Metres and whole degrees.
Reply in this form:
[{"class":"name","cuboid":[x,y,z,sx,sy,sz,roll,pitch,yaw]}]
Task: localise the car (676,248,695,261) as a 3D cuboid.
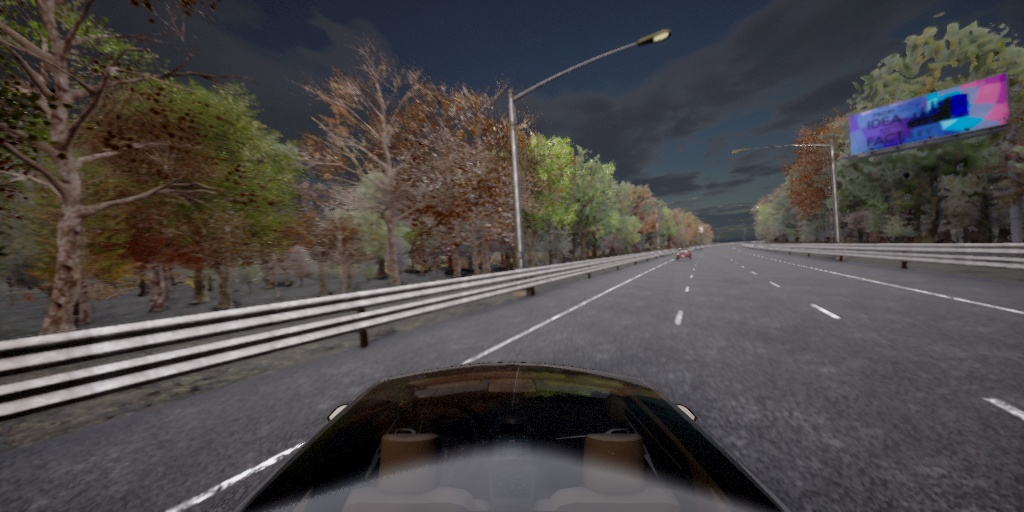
[{"class":"car","cuboid":[23.887,-0.233,49.840,1.812,1.442,4.674,-4,0,29]}]
